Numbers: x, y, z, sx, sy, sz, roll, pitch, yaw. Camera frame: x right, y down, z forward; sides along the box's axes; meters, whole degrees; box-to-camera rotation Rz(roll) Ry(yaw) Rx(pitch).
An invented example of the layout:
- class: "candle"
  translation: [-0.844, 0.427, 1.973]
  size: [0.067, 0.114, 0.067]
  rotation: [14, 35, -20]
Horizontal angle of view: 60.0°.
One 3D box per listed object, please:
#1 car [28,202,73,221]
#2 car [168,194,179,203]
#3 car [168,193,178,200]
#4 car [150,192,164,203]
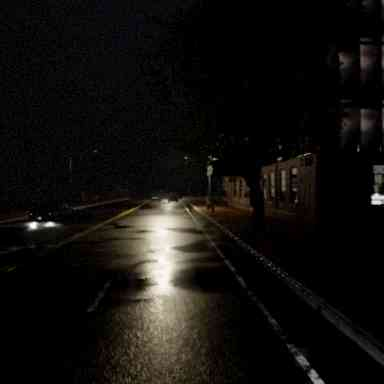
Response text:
- class: "car"
  translation: [-11.283, 1.515, 27.063]
  size: [2.033, 1.411, 5.357]
  rotation: [0, 0, -3]
- class: "car"
  translation: [-3.570, 1.290, 63.328]
  size: [1.994, 1.385, 4.181]
  rotation: [0, 0, -3]
- class: "car"
  translation: [-4.144, 1.051, 73.313]
  size: [2.033, 1.411, 5.357]
  rotation: [0, 0, -3]
- class: "car"
  translation: [-6.792, 1.247, 62.725]
  size: [2.128, 1.511, 4.902]
  rotation: [0, 0, -3]
